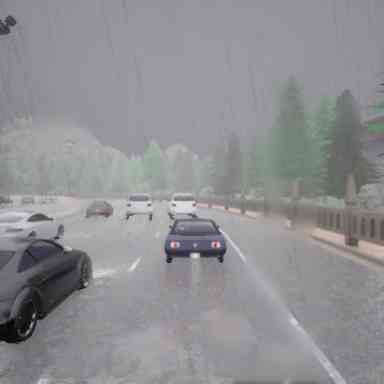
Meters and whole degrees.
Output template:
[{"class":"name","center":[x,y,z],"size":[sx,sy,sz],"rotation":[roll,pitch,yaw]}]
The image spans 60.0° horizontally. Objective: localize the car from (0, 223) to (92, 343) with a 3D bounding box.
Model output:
[{"class":"car","center":[-3.401,1.551,6.408],"size":[1.994,1.385,4.181],"rotation":[0,0,0]}]

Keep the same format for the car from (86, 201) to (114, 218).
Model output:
[{"class":"car","center":[-8.242,1.504,29.993],"size":[1.994,1.385,4.181],"rotation":[0,0,-8]}]

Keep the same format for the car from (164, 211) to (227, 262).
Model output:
[{"class":"car","center":[0.084,1.577,11.981],"size":[1.895,1.301,4.718],"rotation":[0,0,0]}]

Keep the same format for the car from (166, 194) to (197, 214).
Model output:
[{"class":"car","center":[-0.959,1.164,28.615],"size":[2.150,2.045,5.566],"rotation":[0,0,-7]}]

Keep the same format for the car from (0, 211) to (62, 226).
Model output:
[{"class":"car","center":[-6.957,1.498,13.872],"size":[1.812,1.442,4.674],"rotation":[0,0,-1]}]

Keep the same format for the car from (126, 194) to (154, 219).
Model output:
[{"class":"car","center":[-4.463,1.164,28.551],"size":[2.150,2.045,5.566],"rotation":[0,0,-8]}]
